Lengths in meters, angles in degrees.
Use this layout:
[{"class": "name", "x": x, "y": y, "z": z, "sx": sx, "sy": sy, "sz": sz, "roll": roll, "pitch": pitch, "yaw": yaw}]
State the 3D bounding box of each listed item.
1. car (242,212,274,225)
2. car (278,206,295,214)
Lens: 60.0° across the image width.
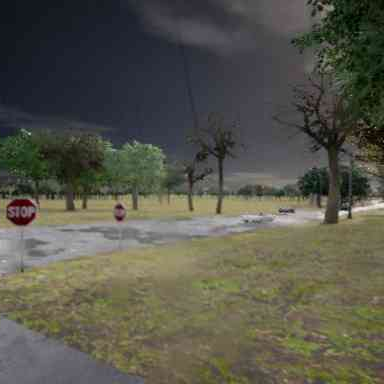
[{"class": "car", "x": 7.529, "y": 2.895, "z": 37.508, "sx": 1.895, "sy": 1.301, "sz": 4.718, "roll": 1, "pitch": -1, "yaw": 36}, {"class": "car", "x": 18.359, "y": 3.478, "z": 64.503, "sx": 1.882, "sy": 1.535, "sz": 5.008, "roll": 1, "pitch": -1, "yaw": 36}]
